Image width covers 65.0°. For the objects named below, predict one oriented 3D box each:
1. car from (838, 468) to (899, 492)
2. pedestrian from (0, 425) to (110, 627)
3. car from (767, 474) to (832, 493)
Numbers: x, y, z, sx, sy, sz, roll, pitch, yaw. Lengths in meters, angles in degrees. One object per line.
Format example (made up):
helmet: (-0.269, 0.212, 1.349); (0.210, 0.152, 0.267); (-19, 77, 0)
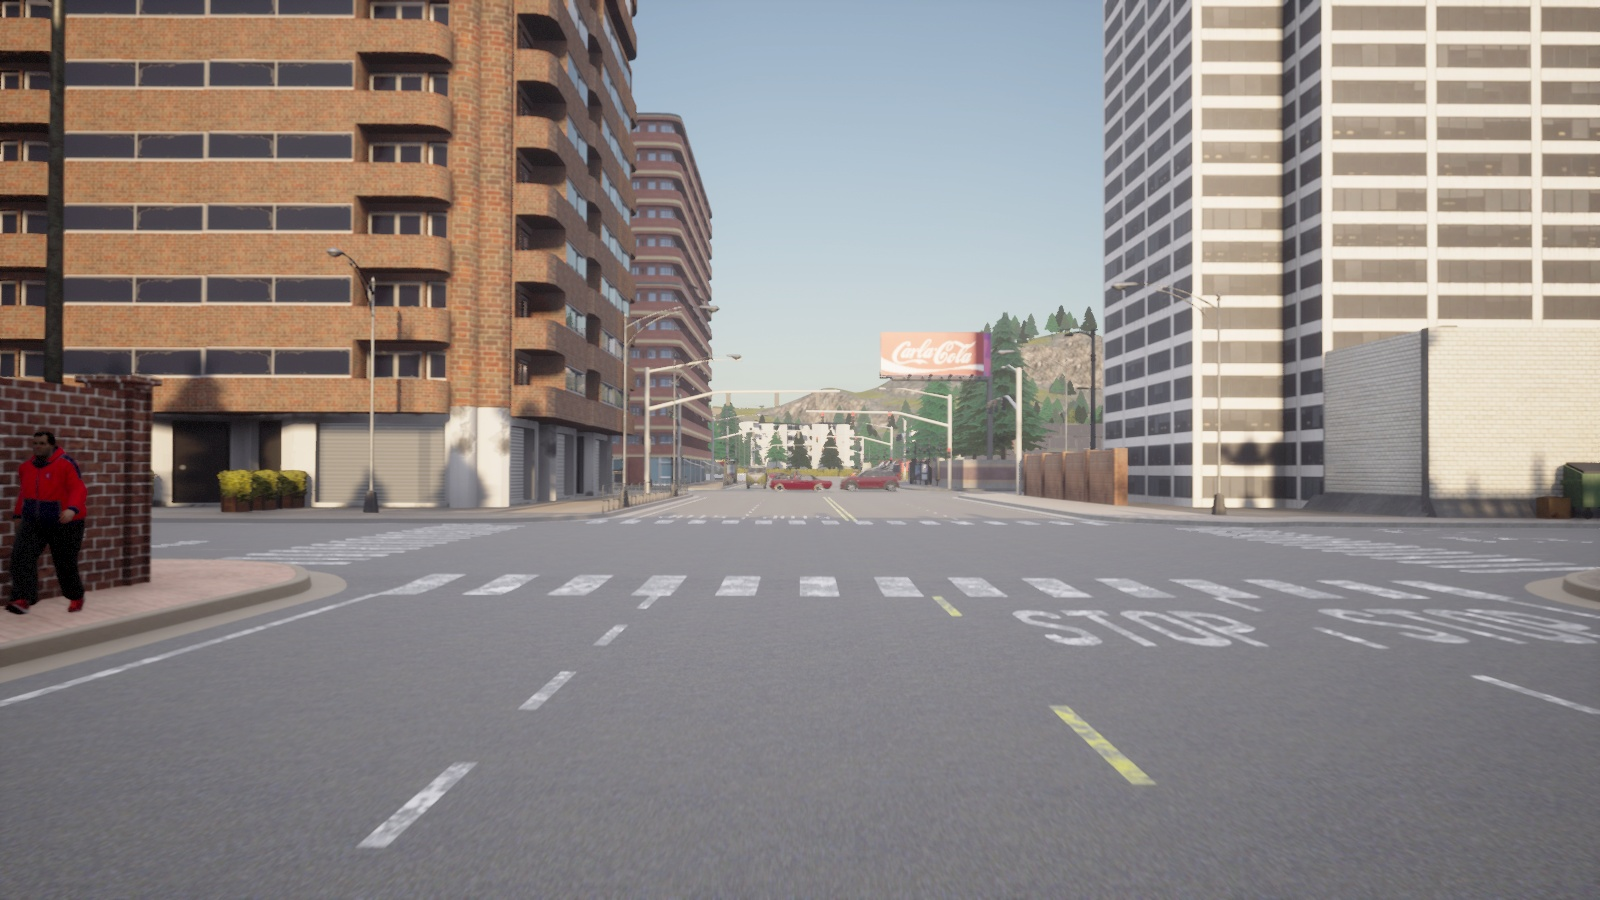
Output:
car: (5.177, 2.255, 95.707); (4.553, 1.767, 2.097); (0, -1, 0)
pedestrian: (-7.106, 0.701, 11.904); (0.634, 1.844, 0.899); (0, -1, -2)
car: (-0.003, 2.459, 92.219); (4.718, 1.301, 1.895); (0, -1, 0)
